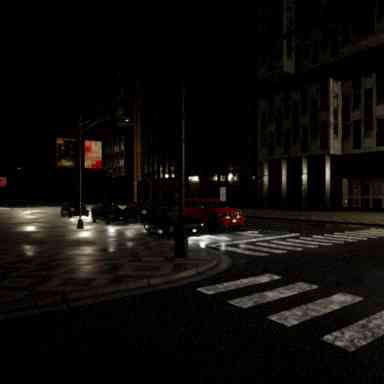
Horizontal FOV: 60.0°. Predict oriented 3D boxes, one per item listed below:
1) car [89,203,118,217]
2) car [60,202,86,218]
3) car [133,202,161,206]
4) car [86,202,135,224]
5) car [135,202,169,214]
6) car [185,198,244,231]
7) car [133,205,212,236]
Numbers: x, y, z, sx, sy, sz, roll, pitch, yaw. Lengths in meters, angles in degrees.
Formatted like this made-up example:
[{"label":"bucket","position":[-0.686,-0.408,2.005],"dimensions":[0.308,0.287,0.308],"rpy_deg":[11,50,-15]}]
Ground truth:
[{"label":"car","position":[-10.365,2.030,38.771],"dimensions":[1.812,1.442,4.674],"rpy_deg":[0,-1,-35]},{"label":"car","position":[-13.012,1.871,36.887],"dimensions":[2.097,1.767,4.553],"rpy_deg":[0,-1,-35]},{"label":"car","position":[-4.582,1.722,30.686],"dimensions":[2.097,1.767,4.553],"rpy_deg":[0,-1,-36]},{"label":"car","position":[-7.101,1.860,28.616],"dimensions":[1.882,1.535,5.008],"rpy_deg":[0,-1,-36]},{"label":"car","position":[-5.329,2.031,43.228],"dimensions":[2.033,1.411,5.357],"rpy_deg":[0,-1,-36]},{"label":"car","position":[1.074,1.461,22.822],"dimensions":[2.150,2.045,5.566],"rpy_deg":[0,-1,-34]},{"label":"car","position":[-1.410,1.798,20.665],"dimensions":[2.033,1.411,5.357],"rpy_deg":[0,-1,-36]}]
